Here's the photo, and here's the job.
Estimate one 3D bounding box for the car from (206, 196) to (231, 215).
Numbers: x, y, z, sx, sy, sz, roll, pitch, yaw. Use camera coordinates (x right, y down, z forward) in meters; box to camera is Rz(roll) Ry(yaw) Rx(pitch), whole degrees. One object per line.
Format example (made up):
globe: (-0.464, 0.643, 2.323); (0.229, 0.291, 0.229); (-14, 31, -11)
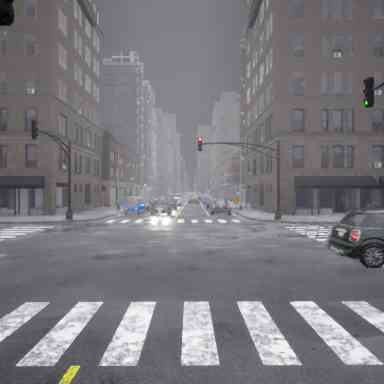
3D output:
car: (2.778, 1.442, 33.331); (1.967, 1.590, 4.097); (0, 0, 0)

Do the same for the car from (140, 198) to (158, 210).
car: (-5.708, 1.569, 44.694); (1.947, 1.339, 4.313); (0, 0, 0)

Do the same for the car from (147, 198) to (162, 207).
car: (-5.689, 1.585, 50.363); (1.802, 1.307, 4.206); (0, 0, 0)

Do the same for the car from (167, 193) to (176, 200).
car: (-5.554, 1.306, 90.041); (2.192, 1.841, 5.009); (0, 0, 0)

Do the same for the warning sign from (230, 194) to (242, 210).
warning sign: (5.200, 1.118, 39.317); (1.300, 1.860, 1.060); (0, 0, 0)

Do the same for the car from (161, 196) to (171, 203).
car: (-5.612, 1.543, 73.035); (1.887, 1.381, 4.507); (0, 0, 0)

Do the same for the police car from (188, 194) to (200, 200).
police car: (0.596, 1.414, 95.351); (1.930, 1.638, 5.238); (0, 0, -16)

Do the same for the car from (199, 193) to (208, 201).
car: (2.952, 1.309, 84.354); (2.192, 1.841, 5.009); (0, 0, 0)

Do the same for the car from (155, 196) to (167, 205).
car: (-5.651, 1.527, 61.529); (1.752, 1.417, 4.829); (0, 0, 0)

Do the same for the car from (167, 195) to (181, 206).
car: (-2.952, 1.494, 43.743); (2.128, 1.511, 4.902); (0, 0, 0)

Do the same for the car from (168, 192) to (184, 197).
car: (-2.903, 1.224, 54.473); (2.150, 2.045, 5.566); (0, 0, 0)

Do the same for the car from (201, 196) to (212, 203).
car: (2.895, 1.551, 67.346); (2.008, 1.369, 4.403); (0, 0, 0)

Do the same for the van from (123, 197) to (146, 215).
van: (-5.747, 1.343, 33.358); (1.690, 1.788, 3.998); (0, 0, 0)

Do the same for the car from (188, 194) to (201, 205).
car: (0.302, 1.528, 59.473); (1.812, 1.442, 4.674); (0, 0, 1)

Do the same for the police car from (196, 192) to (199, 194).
police car: (1.065, 1.421, 79.427); (1.930, 1.638, 5.238); (0, 0, -1)

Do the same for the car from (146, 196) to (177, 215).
car: (-2.992, 1.493, 33.498); (2.128, 1.511, 4.902); (0, 0, 0)

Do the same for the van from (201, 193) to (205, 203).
van: (2.855, 1.344, 56.007); (1.690, 1.788, 3.998); (0, 0, 0)

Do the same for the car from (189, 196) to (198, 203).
car: (0.293, 1.601, 69.719); (1.895, 1.301, 4.718); (0, 0, 1)

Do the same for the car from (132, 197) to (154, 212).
car: (-5.728, 1.443, 39.026); (1.967, 1.590, 4.097); (0, 0, 0)

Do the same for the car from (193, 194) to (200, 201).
car: (1.090, 1.448, 89.522); (1.801, 1.575, 5.366); (0, 0, 0)

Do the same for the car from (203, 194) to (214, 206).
car: (2.817, 1.443, 44.669); (1.967, 1.590, 4.097); (0, 0, 0)

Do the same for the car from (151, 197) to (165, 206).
car: (-5.670, 1.568, 56.031); (1.947, 1.339, 4.313); (0, 0, 0)

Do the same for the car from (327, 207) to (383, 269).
car: (6.890, 1.367, 10.682); (4.553, 1.767, 2.097); (0, 0, 0)

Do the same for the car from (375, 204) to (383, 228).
car: (14.356, 1.520, 20.678); (4.892, 1.490, 1.837); (0, 0, 0)

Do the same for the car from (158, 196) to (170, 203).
car: (-5.631, 1.566, 67.367); (1.947, 1.339, 4.313); (0, 0, 0)
